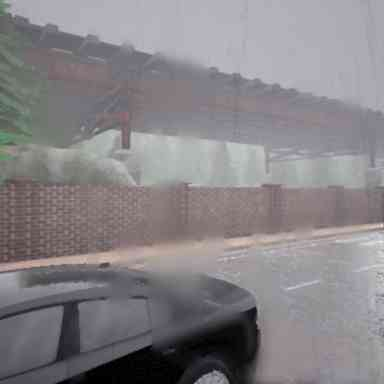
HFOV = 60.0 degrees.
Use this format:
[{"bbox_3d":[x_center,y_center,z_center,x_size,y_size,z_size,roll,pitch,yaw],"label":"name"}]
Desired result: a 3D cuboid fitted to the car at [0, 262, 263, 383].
[{"bbox_3d":[-1.566,1.481,2.907,5.008,1.535,1.882,0,0,-36],"label":"car"}]
